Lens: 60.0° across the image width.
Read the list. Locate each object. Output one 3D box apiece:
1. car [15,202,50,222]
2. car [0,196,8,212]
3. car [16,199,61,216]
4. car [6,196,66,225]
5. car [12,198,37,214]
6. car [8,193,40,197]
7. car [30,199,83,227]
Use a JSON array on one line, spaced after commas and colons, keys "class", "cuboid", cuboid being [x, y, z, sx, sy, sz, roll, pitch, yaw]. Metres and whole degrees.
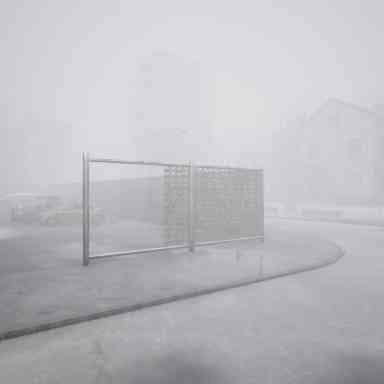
[{"class": "car", "cuboid": [-12.024, 1.451, 25.077, 2.207, 1.379, 1.481, 0, 0, -36]}, {"class": "car", "cuboid": [-17.855, 1.474, 35.607, 5.357, 1.415, 2.033, 0, 0, -36]}, {"class": "car", "cuboid": [-14.799, 1.413, 32.040, 3.633, 1.501, 1.845, 0, 0, -36]}, {"class": "car", "cuboid": [-10.289, 1.348, 23.699, 4.611, 1.667, 2.242, 0, 0, -36]}, {"class": "car", "cuboid": [-17.854, 1.403, 35.329, 1.789, 1.547, 3.705, 0, 0, -36]}, {"class": "car", "cuboid": [-12.578, 1.242, 27.337, 3.866, 1.878, 1.905, 0, 0, -36]}, {"class": "car", "cuboid": [-7.845, 1.416, 21.548, 4.193, 1.474, 1.816, 0, 0, -36]}]
